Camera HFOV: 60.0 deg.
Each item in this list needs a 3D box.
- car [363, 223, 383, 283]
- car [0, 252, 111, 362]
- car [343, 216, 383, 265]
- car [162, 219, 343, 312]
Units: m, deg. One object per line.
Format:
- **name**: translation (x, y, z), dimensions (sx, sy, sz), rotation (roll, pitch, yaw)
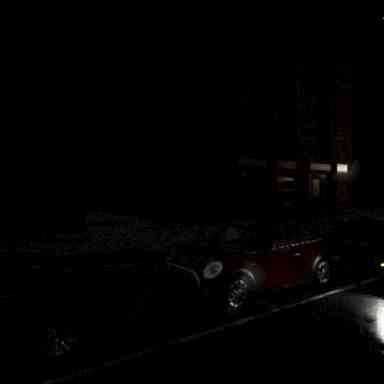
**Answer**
- **car**: translation (6.631, 1.484, 8.109), dimensions (5.357, 1.411, 2.033), rotation (0, 0, -36)
- **car**: translation (-3.236, 1.567, 4.337), dimensions (4.313, 1.339, 1.947), rotation (0, 0, -36)
- **car**: translation (5.883, 1.496, 10.845), dimensions (4.313, 1.339, 1.947), rotation (0, 0, -36)
- **car**: translation (1.323, 1.406, 7.590), dimensions (4.097, 1.590, 1.967), rotation (0, 0, -36)
